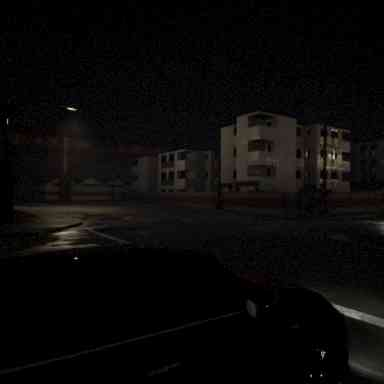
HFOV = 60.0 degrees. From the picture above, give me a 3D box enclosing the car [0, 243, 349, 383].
[{"bbox_3d":[-0.336,1.355,3.549,4.553,1.767,2.097,0,0,-36],"label":"car"}]
